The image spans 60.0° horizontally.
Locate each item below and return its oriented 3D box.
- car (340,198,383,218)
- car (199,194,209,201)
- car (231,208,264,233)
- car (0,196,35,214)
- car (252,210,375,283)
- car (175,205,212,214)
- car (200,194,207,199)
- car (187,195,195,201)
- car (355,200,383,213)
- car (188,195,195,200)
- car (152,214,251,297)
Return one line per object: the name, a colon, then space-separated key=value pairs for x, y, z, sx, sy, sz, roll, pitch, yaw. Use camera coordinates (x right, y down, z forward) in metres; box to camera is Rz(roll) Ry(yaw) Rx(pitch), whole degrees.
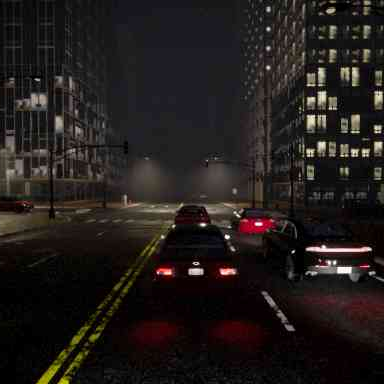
car: x=16.139 y=1.519 z=30.217 sx=5.009 sy=1.841 sz=2.192 roll=1 pitch=0 yaw=1
car: x=3.080 y=1.513 z=81.425 sx=1.895 sy=1.301 sz=4.718 roll=0 pitch=0 yaw=0
car: x=3.311 y=1.554 z=18.470 sx=1.994 sy=1.385 sz=4.181 roll=0 pitch=0 yaw=0
car: x=-18.278 y=1.206 z=33.292 sx=4.553 sy=1.767 sz=2.097 roll=1 pitch=1 yaw=1
car: x=3.328 y=1.487 z=9.669 sx=2.128 sy=1.511 sz=4.902 roll=0 pitch=0 yaw=0
car: x=0.066 y=1.468 z=18.576 sx=1.882 sy=1.535 sz=5.008 roll=0 pitch=0 yaw=1
car: x=3.059 y=1.266 z=91.397 sx=1.812 sy=1.442 sz=4.674 roll=0 pitch=0 yaw=0
car: x=-0.173 y=1.519 z=82.767 sx=1.895 sy=1.301 sz=4.718 roll=0 pitch=0 yaw=0
car: x=21.730 y=1.642 z=38.516 sx=4.829 sy=1.417 sz=1.752 roll=1 pitch=0 yaw=1
car: x=-0.195 y=1.459 z=92.857 sx=1.994 sy=1.385 sz=4.181 roll=0 pitch=0 yaw=0
car: x=0.083 y=1.544 z=8.755 sx=2.033 sy=1.411 sz=5.357 roll=0 pitch=0 yaw=0
